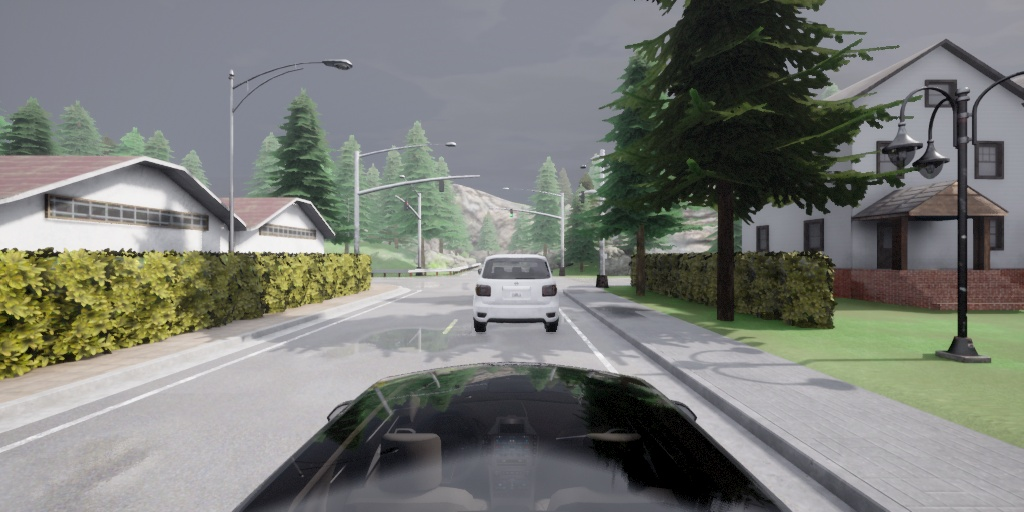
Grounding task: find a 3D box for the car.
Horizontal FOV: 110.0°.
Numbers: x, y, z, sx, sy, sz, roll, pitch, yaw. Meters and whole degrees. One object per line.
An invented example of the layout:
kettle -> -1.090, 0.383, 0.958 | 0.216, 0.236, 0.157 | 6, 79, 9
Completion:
car -> 0.105, 0.972, 10.893 | 2.150, 2.045, 5.566 | 0, 0, 0
